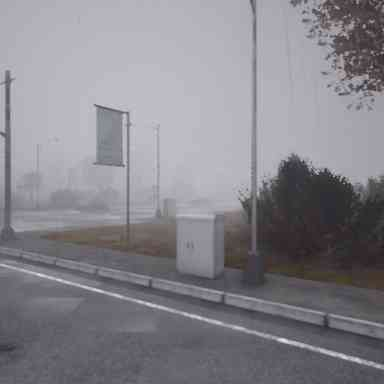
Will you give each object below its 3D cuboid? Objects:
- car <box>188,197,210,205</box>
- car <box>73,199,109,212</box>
[{"bbox_3d":[1.243,1.552,58.956,1.895,1.301,4.718,0,0,33],"label":"car"},{"bbox_3d":[-11.702,1.517,38.722,1.994,1.385,4.181,0,0,32],"label":"car"}]
